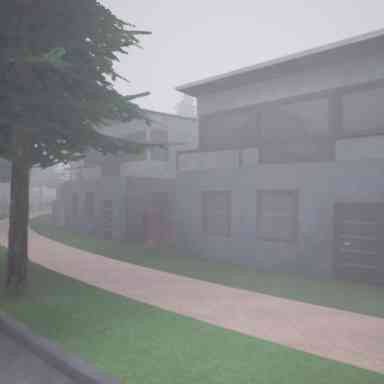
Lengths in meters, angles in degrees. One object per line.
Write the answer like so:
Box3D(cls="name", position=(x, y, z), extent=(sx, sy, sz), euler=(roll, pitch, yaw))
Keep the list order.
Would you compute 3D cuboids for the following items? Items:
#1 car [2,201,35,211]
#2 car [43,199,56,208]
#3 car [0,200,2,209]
Box3D(cls="car", position=(-24.222, 1.930, 47.039), extent=(1.895, 1.301, 4.718), euler=(0, 0, 2))
Box3D(cls="car", position=(-23.467, 1.895, 57.272), extent=(1.882, 1.535, 5.008), euler=(0, 0, 11))
Box3D(cls="car", position=(-27.737, 1.791, 46.178), extent=(1.882, 1.535, 5.008), euler=(0, -1, -1))
